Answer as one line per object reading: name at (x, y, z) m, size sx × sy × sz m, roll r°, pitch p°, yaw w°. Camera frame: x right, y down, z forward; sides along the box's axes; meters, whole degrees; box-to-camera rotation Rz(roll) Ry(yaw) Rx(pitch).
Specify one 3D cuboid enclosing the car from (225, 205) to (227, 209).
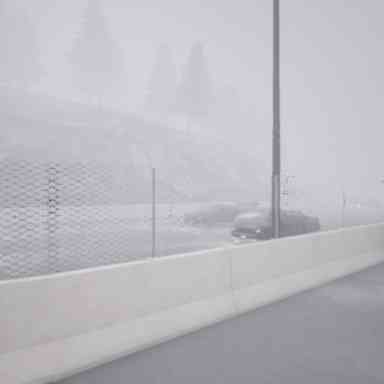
car at (1.942, 1.608, 23.571) m, size 5.357 × 1.411 × 2.033 m, roll 0°, pitch 0°, yaw -41°

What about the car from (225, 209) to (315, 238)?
car at (4.336, 1.589, 16.418) m, size 5.357 × 1.411 × 2.033 m, roll 0°, pitch 0°, yaw -40°
